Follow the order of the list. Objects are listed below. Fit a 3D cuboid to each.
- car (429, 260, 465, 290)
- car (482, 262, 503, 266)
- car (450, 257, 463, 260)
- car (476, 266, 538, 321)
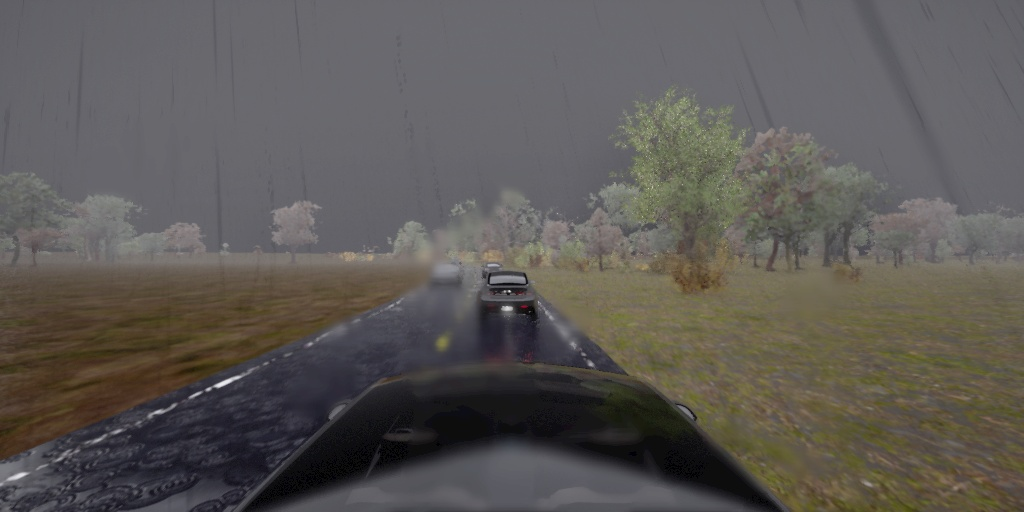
[{"bbox_3d":[-3.982,1.234,22.524,1.882,1.535,5.008,0,0,-4],"label":"car"},{"bbox_3d":[-1.792,1.278,33.298,1.812,1.442,4.674,0,0,-6],"label":"car"},{"bbox_3d":[-9.764,0.869,62.553,1.837,1.490,4.892,0,0,-13],"label":"car"},{"bbox_3d":[-0.192,1.255,12.555,1.837,1.490,4.892,0,0,-2],"label":"car"}]
